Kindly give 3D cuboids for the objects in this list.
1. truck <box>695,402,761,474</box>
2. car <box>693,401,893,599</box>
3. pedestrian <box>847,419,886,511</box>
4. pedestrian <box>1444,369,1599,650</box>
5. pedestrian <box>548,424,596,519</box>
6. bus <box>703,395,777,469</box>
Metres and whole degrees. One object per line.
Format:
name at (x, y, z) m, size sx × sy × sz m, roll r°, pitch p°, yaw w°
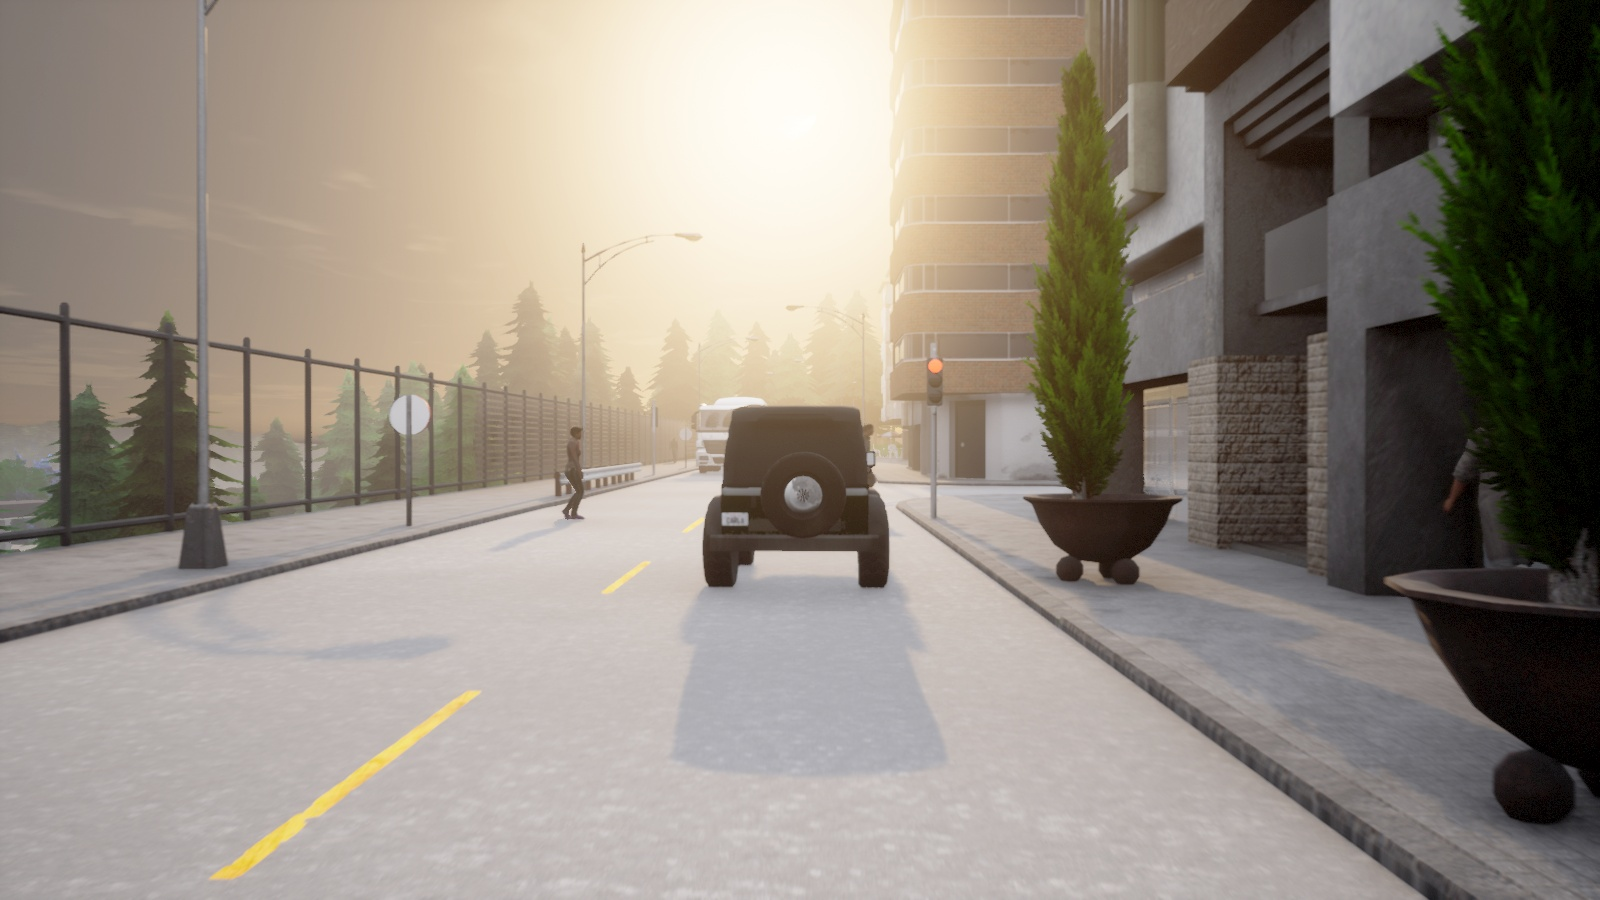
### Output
truck at (-3.608, -0.602, 64.450) m, size 2.891 × 3.462 × 7.936 m, roll 0°, pitch 0°, yaw 0°
car at (0.010, 0.464, 13.879) m, size 1.905 × 1.878 × 3.866 m, roll 0°, pitch 0°, yaw 2°
pedestrian at (1.428, 0.316, 26.961) m, size 0.788 × 1.949 × 0.423 m, roll 0°, pitch 0°, yaw 12°
pedestrian at (5.248, 0.409, 9.155) m, size 0.659 × 1.952 × 0.873 m, roll 0°, pitch 0°, yaw 1°
pedestrian at (-4.357, 0.408, 24.003) m, size 0.869 × 1.805 × 0.328 m, roll 0°, pitch 0°, yaw -16°
bus at (-3.533, -1.067, 77.060) m, size 3.944 × 4.253 × 10.273 m, roll 0°, pitch 0°, yaw 0°
